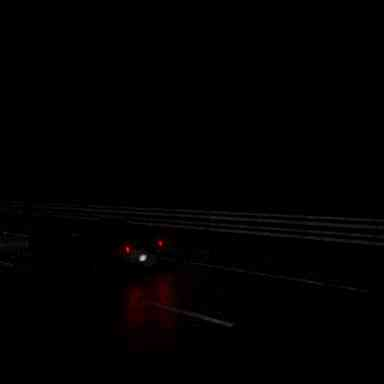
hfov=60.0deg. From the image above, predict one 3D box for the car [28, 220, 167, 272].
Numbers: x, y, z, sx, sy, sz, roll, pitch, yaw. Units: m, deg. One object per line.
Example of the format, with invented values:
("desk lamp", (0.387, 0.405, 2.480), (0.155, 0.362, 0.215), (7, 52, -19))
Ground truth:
("car", (-3.170, 1.534, 10.558), (4.718, 1.301, 1.895), (1, 0, 36))
